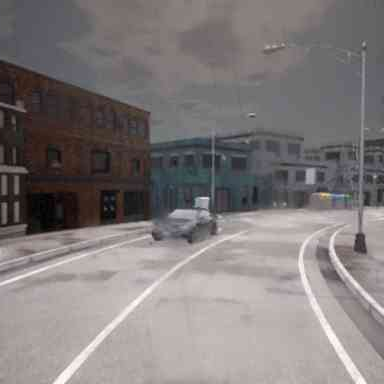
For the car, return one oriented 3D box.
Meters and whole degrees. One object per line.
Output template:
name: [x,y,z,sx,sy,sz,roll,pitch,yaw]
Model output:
car: [-0.148,1.444,15.621,1.812,1.442,4.674,1,0,23]
